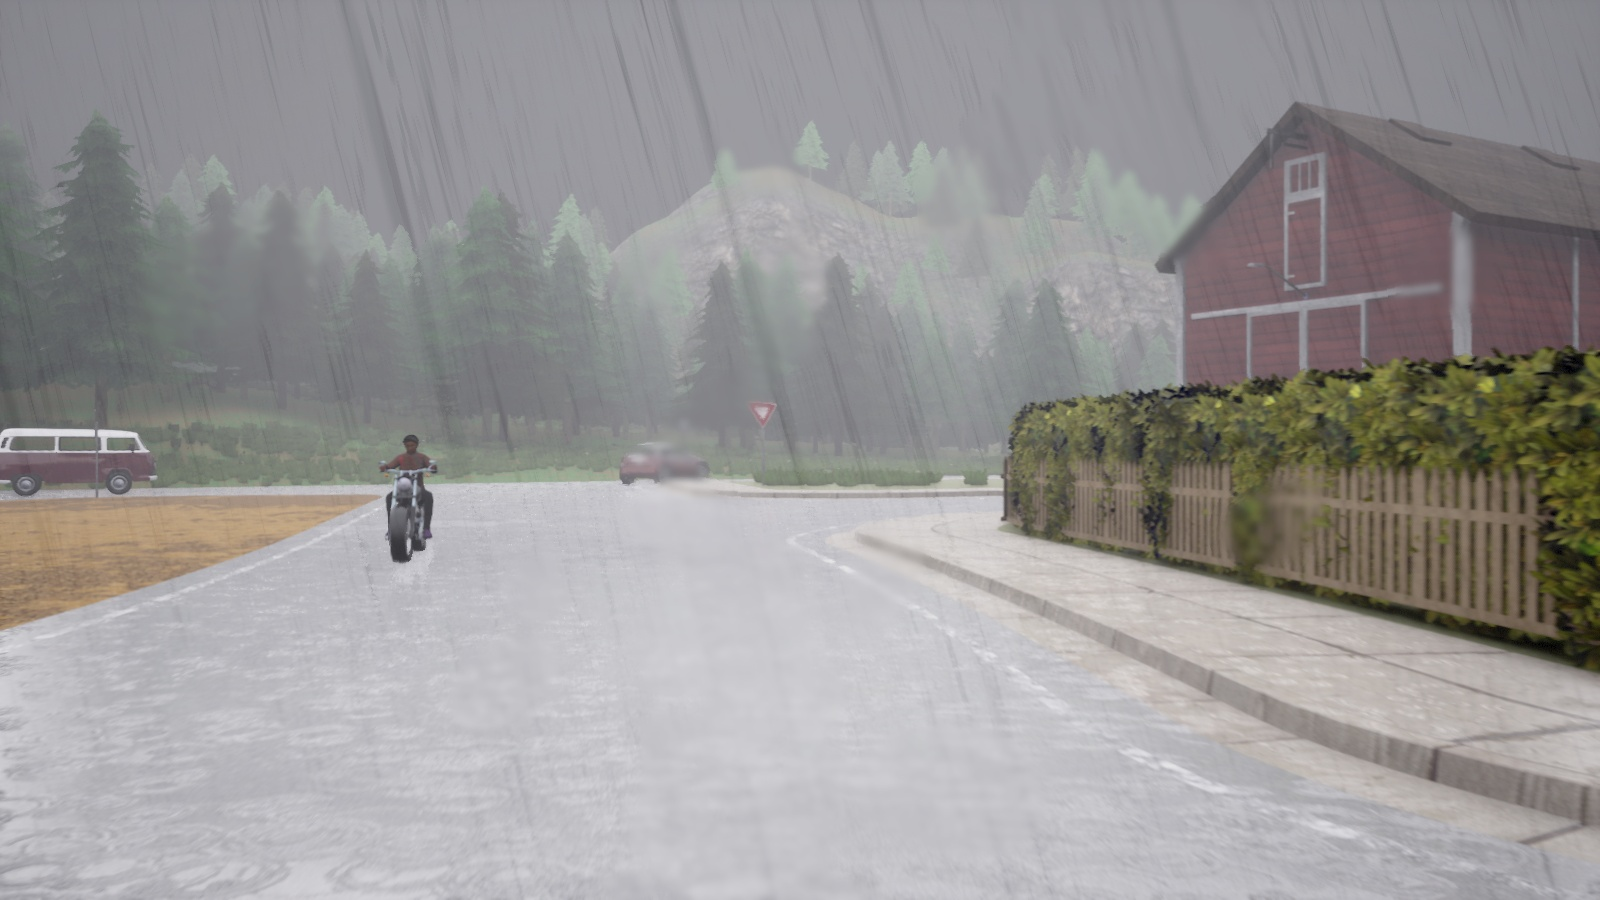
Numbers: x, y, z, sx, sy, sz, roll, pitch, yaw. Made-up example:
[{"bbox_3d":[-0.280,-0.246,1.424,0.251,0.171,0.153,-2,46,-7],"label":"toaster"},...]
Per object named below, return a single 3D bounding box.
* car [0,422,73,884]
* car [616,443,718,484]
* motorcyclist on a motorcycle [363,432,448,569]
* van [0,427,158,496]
[{"bbox_3d":[-3.551,0.679,2.290,2.007,1.525,4.514,0,0,-3],"label":"car"},{"bbox_3d":[-4.951,0.507,47.368,1.970,1.475,3.806,0,-1,29],"label":"car"},{"bbox_3d":[-5.079,0.596,16.283,0.766,1.649,2.350,0,1,-10],"label":"motorcyclist on a motorcycle"},{"bbox_3d":[-22.371,0.325,38.772,4.480,2.038,2.069,0,0,-29],"label":"van"}]
